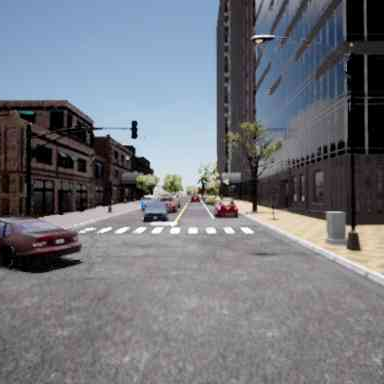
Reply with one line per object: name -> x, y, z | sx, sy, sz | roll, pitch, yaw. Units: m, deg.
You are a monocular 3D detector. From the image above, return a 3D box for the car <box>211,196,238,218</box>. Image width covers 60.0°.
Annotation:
car -> 3.016, 1.395, 29.956 | 1.967, 1.590, 4.097 | 1, 0, 1

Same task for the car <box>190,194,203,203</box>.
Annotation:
car -> 0.685, 1.268, 67.494 | 2.097, 1.767, 4.553 | 0, 0, 1

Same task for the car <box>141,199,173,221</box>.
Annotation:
car -> -2.839, 1.520, 27.000 | 2.033, 1.411, 5.357 | 0, 0, -3

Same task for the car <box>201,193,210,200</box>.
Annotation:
car -> 3.620, 1.195, 90.837 | 2.192, 1.841, 5.009 | 1, 0, 1

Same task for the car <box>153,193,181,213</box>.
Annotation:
car -> -2.713, 1.312, 36.897 | 2.097, 1.767, 4.553 | 0, 0, 1

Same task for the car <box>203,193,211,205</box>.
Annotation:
car -> 3.291, 1.446, 57.800 | 1.752, 1.417, 4.829 | 1, 0, 1

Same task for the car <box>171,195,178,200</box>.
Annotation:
car -> -4.764, 1.425, 90.760 | 1.752, 1.417, 4.829 | 1, 0, 1

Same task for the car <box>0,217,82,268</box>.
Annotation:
car -> -6.210, 1.553, 11.250 | 5.357, 1.411, 2.033 | 0, 0, 28

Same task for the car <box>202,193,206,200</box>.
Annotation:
car -> 3.346, 1.439, 63.334 | 1.752, 1.417, 4.829 | 1, 0, 1

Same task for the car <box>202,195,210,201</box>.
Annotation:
car -> 3.565, 1.412, 85.472 | 1.752, 1.417, 4.829 | 1, 0, 1

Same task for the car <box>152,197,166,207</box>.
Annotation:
car -> -5.146, 1.529, 52.191 | 1.802, 1.307, 4.206 | 1, 0, 1

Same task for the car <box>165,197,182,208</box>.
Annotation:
car -> -2.581, 1.439, 47.273 | 2.128, 1.511, 4.902 | 0, 0, 1

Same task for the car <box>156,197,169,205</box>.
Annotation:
car -> -5.091, 1.506, 57.725 | 1.947, 1.339, 4.313 | 1, 0, 1

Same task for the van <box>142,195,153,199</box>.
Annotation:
van -> -5.252, 1.302, 41.122 | 1.690, 1.788, 3.998 | 1, 0, 1

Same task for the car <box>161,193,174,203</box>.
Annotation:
car -> -4.978, 1.242, 68.792 | 2.192, 1.841, 5.009 | 1, 0, 1
